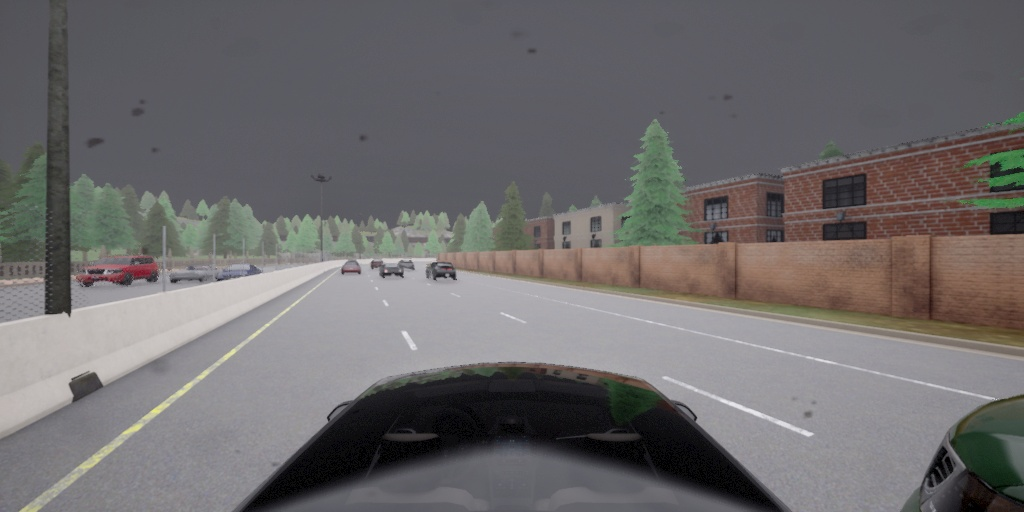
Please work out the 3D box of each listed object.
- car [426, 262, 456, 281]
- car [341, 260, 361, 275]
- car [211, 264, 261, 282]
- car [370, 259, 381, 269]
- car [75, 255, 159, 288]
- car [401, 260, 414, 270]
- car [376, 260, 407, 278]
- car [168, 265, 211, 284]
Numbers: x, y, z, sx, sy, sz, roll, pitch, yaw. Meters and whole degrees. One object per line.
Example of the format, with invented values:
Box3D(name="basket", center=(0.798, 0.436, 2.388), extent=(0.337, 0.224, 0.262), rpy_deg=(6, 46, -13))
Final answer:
Box3D(name="car", center=(-6.026, 1.259, 30.161), extent=(1.837, 1.490, 4.892), rpy_deg=(0, -1, -24))
Box3D(name="car", center=(-18.112, 1.323, 40.404), extent=(1.994, 1.385, 4.181), rpy_deg=(0, 0, -24))
Box3D(name="car", center=(-19.742, 1.280, 26.105), extent=(1.812, 1.442, 4.674), rpy_deg=(0, 0, -23))
Box3D(name="car", center=(-21.052, 1.240, 55.984), extent=(1.882, 1.535, 5.008), rpy_deg=(0, 0, -23))
Box3D(name="car", center=(-26.691, 0.975, 24.530), extent=(2.150, 2.045, 5.566), rpy_deg=(0, 0, -23))
Box3D(name="car", center=(-15.114, 1.252, 51.057), extent=(2.128, 1.511, 4.902), rpy_deg=(0, 0, -23))
Box3D(name="car", center=(-11.473, 1.358, 33.910), extent=(1.895, 1.301, 4.718), rpy_deg=(0, 0, -24))
Box3D(name="car", center=(-24.138, 1.355, 27.445), extent=(1.895, 1.301, 4.718), rpy_deg=(0, 0, -23))
